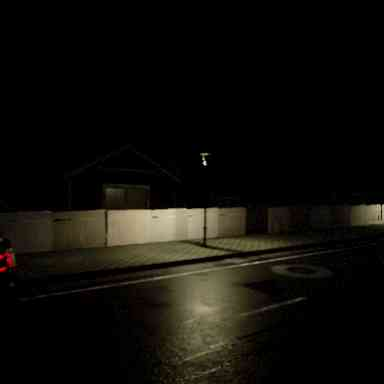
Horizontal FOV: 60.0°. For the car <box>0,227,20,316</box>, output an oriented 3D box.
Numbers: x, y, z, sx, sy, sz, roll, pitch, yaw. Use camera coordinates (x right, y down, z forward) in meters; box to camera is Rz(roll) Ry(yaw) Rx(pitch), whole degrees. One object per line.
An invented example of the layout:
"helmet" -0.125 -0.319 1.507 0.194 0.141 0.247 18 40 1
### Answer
"car" -5.181 1.185 3.973 5.566 2.045 2.150 0 0 -35
